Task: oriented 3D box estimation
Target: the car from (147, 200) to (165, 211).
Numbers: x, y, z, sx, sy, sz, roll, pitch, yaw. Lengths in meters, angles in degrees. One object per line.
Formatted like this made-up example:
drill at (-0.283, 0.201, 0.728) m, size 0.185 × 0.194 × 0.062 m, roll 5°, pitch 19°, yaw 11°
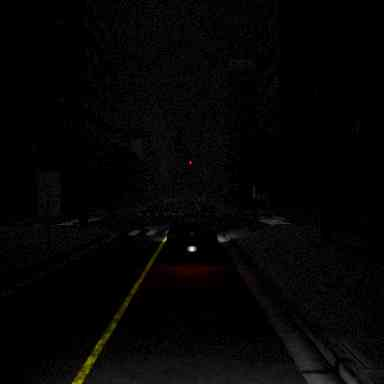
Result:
car at (-5.684, 1.995, 50.728) m, size 1.967 × 1.590 × 4.097 m, roll 0°, pitch -1°, yaw 0°

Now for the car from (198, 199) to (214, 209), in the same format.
car at (2.341, 2.121, 50.716) m, size 1.947 × 1.339 × 4.313 m, roll 0°, pitch -1°, yaw 0°

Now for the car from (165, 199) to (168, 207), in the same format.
car at (-5.677, 2.060, 56.238) m, size 1.967 × 1.590 × 4.097 m, roll 0°, pitch -1°, yaw 0°

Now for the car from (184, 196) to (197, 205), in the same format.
car at (-0.263, 2.377, 77.864) m, size 1.837 × 1.490 × 4.892 m, roll 0°, pitch -1°, yaw 0°

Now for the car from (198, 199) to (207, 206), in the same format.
car at (2.374, 2.441, 78.268) m, size 2.008 × 1.369 × 4.403 m, roll 0°, pitch -1°, yaw 0°

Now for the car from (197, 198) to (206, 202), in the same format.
car at (2.354, 2.268, 61.738) m, size 1.802 × 1.307 × 4.206 m, roll 0°, pitch -1°, yaw 0°

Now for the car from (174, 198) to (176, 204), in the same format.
car at (-5.644, 2.402, 83.790) m, size 1.967 × 1.590 × 4.097 m, roll 0°, pitch -1°, yaw 0°

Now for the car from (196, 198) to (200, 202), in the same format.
car at (2.361, 2.319, 67.248) m, size 1.947 × 1.339 × 4.313 m, roll 0°, pitch -1°, yaw 0°

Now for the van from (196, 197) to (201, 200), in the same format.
van at (2.368, 2.162, 72.761) m, size 1.690 × 1.788 × 3.998 m, roll 0°, pitch -1°, yaw 0°

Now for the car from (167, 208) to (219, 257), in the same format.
car at (0.031, 1.645, 13.503) m, size 1.837 × 1.490 × 4.892 m, roll 0°, pitch 0°, yaw 1°

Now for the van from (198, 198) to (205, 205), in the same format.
van at (2.381, 2.303, 83.781) m, size 1.690 × 1.788 × 3.998 m, roll 0°, pitch -1°, yaw 0°

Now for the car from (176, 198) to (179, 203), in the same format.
car at (-5.630, 2.656, 94.809) m, size 2.008 × 1.369 × 4.403 m, roll 0°, pitch -1°, yaw 0°

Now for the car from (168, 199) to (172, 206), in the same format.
car at (-5.664, 2.335, 67.257) m, size 1.802 × 1.307 × 4.206 m, roll 0°, pitch -1°, yaw 0°

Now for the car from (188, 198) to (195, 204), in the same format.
car at (-0.250, 2.377, 88.284) m, size 1.812 × 1.442 × 4.674 m, roll 0°, pitch -1°, yaw 0°

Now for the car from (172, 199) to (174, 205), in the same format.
car at (-5.657, 2.372, 72.768) m, size 2.008 × 1.369 × 4.403 m, roll 0°, pitch -1°, yaw 0°
